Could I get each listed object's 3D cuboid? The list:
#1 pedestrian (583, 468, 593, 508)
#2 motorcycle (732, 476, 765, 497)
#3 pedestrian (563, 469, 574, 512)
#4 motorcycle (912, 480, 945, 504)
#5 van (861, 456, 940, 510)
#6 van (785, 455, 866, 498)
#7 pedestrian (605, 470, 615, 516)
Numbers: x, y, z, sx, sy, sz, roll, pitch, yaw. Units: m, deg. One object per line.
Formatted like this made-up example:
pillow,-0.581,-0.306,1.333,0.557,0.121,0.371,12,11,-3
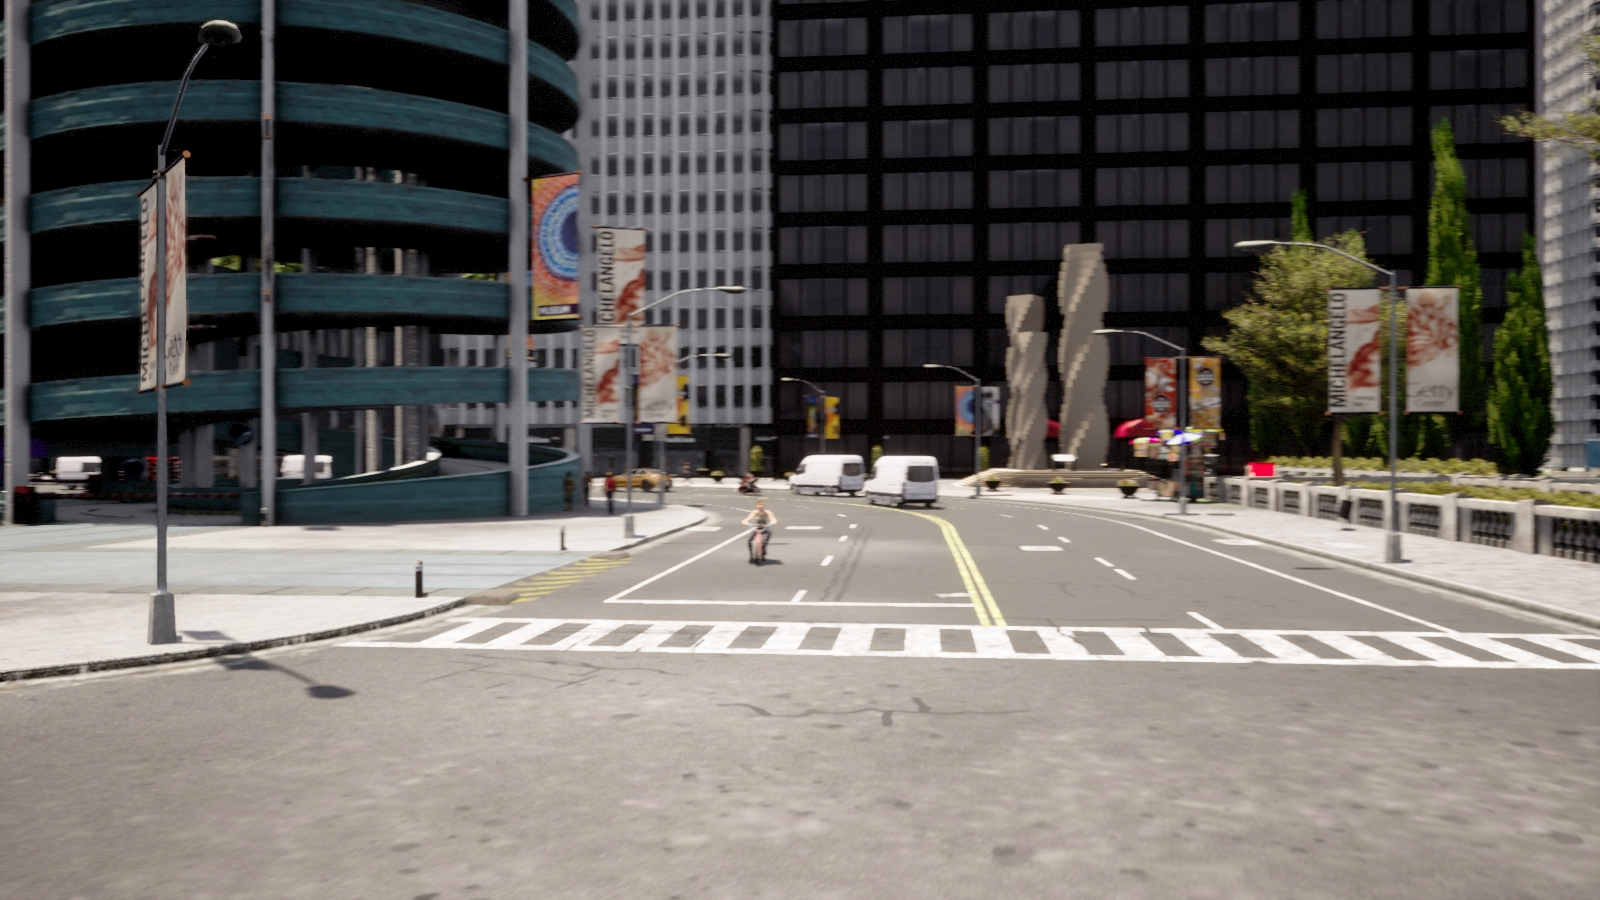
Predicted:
pedestrian,-9.948,1.781,53.674,0.375,1.860,0.375,0,0,3
motorcycle,-3.272,2.309,72.747,0.867,1.251,2.209,-1,0,-41
pedestrian,-10.143,1.777,50.091,0.375,1.860,0.375,0,0,3
motorcycle,7.057,2.284,62.675,0.867,1.251,2.209,0,0,-21
van,5.036,1.609,58.121,1.988,2.561,5.915,0,0,-16
van,1.531,1.632,72.298,1.988,2.561,5.915,0,0,-35
pedestrian,-7.799,1.770,46.932,0.375,1.860,0.375,0,0,-8
